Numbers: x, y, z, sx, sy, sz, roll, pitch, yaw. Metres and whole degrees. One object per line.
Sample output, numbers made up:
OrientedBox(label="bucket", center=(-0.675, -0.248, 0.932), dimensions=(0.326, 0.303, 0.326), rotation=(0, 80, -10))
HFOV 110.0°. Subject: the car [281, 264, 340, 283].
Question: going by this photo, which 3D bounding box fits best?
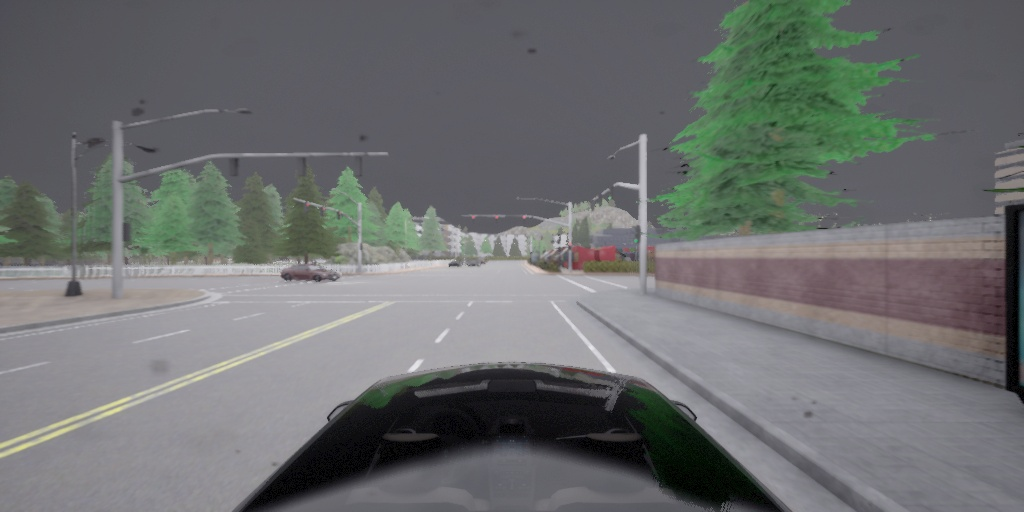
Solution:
OrientedBox(label="car", center=(-15.702, 1.325, 27.923), dimensions=(4.674, 1.442, 1.812), rotation=(1, 0, 16))
